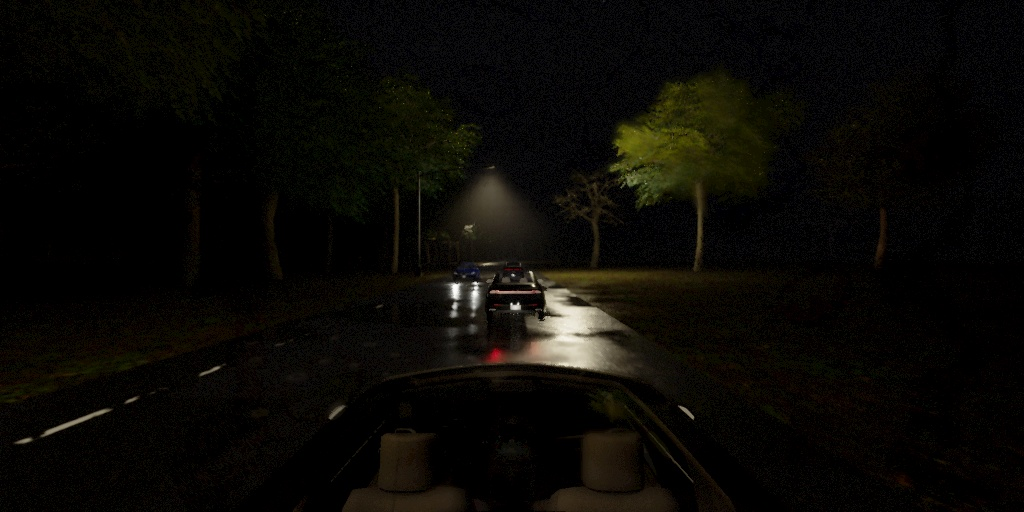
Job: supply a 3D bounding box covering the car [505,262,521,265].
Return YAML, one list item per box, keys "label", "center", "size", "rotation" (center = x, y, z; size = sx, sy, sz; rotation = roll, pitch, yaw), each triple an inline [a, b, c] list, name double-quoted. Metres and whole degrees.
- label: "car"
  center: [0.104, 1.252, 30.952]
  size: [1.837, 1.490, 4.892]
  rotation: [0, 0, 0]

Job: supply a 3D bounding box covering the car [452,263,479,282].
- label: "car"
  center: [-3.596, 1.274, 29.133]
  size: [1.812, 1.442, 4.674]
  rotation: [0, 0, 0]

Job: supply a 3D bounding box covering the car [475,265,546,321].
- label: "car"
  center: [0.102, 1.243, 12.571]
  size: [2.128, 1.511, 4.902]
  rotation: [0, 0, 0]
